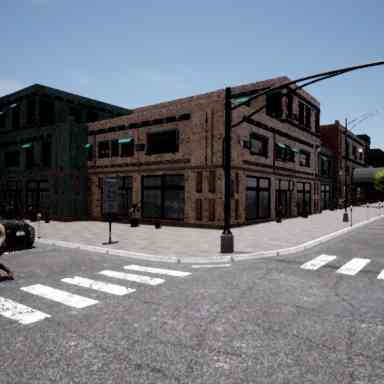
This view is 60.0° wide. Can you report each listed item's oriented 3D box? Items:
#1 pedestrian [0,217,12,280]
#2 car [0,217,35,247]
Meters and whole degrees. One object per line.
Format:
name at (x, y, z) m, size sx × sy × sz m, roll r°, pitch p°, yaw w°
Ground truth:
pedestrian at (-5.157, 1.421, 8.871) m, size 0.375 × 1.860 × 0.375 m, roll 0°, pitch 0°, yaw 38°
car at (-8.853, 1.800, 15.259) m, size 4.313 × 1.339 × 1.947 m, roll -1°, pitch -1°, yaw 38°
